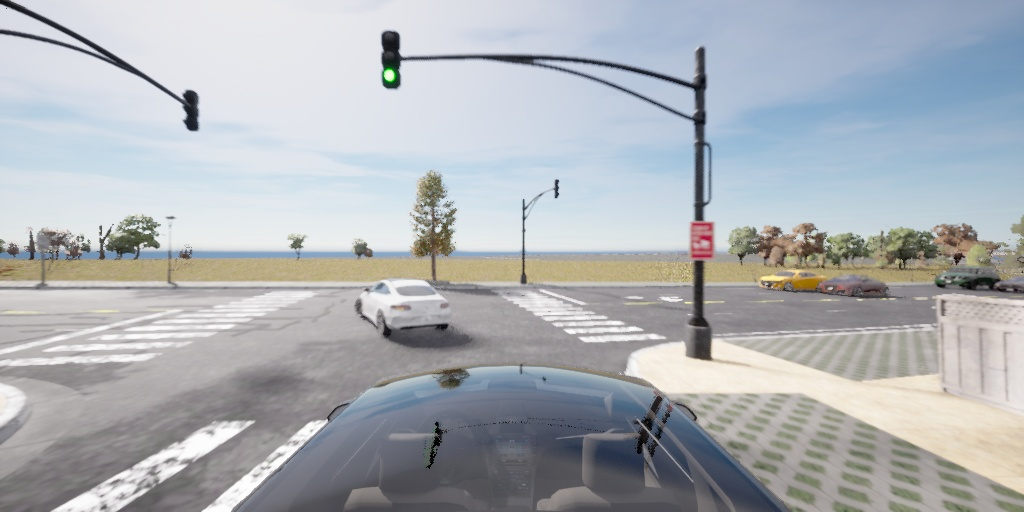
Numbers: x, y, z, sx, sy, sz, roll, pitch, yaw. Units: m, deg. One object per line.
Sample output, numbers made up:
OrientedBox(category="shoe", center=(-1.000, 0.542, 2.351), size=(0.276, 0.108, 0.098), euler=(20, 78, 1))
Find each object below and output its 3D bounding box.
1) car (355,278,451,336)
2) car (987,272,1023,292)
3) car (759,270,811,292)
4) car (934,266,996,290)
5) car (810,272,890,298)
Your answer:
OrientedBox(category="car", center=(-3.427, 1.406, 11.066), size=(1.812, 1.442, 4.674), euler=(2, 0, -33))
OrientedBox(category="car", center=(41.651, 2.307, 28.924), size=(5.357, 1.411, 2.033), euler=(1, 0, -17))
OrientedBox(category="car", center=(20.591, 1.774, 26.318), size=(5.008, 1.535, 1.882), euler=(1, 0, -16))
OrientedBox(category="car", center=(40.677, 1.939, 32.021), size=(5.566, 2.045, 2.150), euler=(1, 0, -17))
OrientedBox(category="car", center=(22.234, 1.912, 23.404), size=(4.181, 1.385, 1.994), euler=(1, 0, -16))
